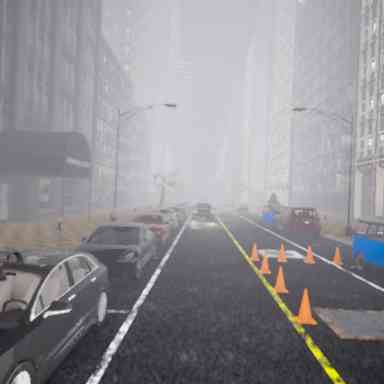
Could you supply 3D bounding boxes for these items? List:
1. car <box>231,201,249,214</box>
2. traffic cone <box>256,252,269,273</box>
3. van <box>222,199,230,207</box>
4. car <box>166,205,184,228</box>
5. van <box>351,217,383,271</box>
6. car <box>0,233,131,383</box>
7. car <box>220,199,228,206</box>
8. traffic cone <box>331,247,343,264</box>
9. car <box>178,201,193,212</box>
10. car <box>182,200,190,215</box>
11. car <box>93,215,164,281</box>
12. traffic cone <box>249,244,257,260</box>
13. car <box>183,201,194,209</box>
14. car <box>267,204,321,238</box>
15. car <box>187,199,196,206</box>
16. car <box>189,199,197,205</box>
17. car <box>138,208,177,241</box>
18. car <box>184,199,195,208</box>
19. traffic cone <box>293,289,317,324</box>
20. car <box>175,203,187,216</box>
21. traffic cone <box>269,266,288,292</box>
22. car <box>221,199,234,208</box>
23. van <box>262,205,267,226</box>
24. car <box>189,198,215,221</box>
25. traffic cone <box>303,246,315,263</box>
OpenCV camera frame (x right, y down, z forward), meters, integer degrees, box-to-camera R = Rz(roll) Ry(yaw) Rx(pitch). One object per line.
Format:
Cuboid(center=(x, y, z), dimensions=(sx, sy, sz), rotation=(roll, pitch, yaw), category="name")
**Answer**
Cuboid(center=(7.418, 2.440, 49.548), dimensions=(2.008, 1.369, 4.403), rotation=(2, -1, 2), category="car")
Cuboid(center=(2.252, 2.168, 10.249), dimensions=(0.340, 0.580, 0.340), rotation=(2, -1, 2), category="traffic cone")
Cuboid(center=(8.459, 2.682, 83.635), dimensions=(1.690, 1.788, 3.998), rotation=(2, -1, 2), category="van")
Cuboid(center=(-1.816, 1.743, 21.405), dimensions=(2.008, 1.369, 4.403), rotation=(2, -1, 2), category="car")
Cuboid(center=(6.216, 1.700, 9.788), dimensions=(1.690, 1.788, 3.998), rotation=(2, -1, 2), category="van")
Cuboid(center=(-2.334, 1.515, 4.363), dimensions=(2.008, 1.369, 4.403), rotation=(2, -1, 2), category="car")
Cuboid(center=(8.629, 2.856, 89.314), dimensions=(1.967, 1.590, 4.097), rotation=(2, -1, 2), category="car")
Cuboid(center=(5.308, 2.309, 12.155), dimensions=(0.340, 0.580, 0.340), rotation=(2, -1, 2), category="traffic cone")
Cuboid(center=(-0.953, 2.121, 49.807), dimensions=(2.008, 1.369, 4.403), rotation=(2, -1, 2), category="car")
Cuboid(center=(-1.298, 1.970, 38.446), dimensions=(2.008, 1.369, 4.403), rotation=(2, -1, 2), category="car")
Cuboid(center=(-2.161, 1.606, 10.043), dimensions=(1.947, 1.339, 4.313), rotation=(2, -1, 2), category="car")
Cuboid(center=(2.312, 2.195, 12.248), dimensions=(0.340, 0.580, 0.340), rotation=(2, -1, 2), category="traffic cone")
Cuboid(center=(-0.609, 2.303, 61.168), dimensions=(1.802, 1.307, 4.206), rotation=(2, -1, 2), category="car")
Cuboid(center=(6.561, 1.826, 21.149), dimensions=(2.192, 1.841, 5.009), rotation=(2, -1, 2), category="car")
Cuboid(center=(-0.094, 2.470, 78.040), dimensions=(1.752, 1.417, 4.829), rotation=(2, -1, 2), category="car")
Cuboid(center=(0.254, 2.663, 89.571), dimensions=(1.947, 1.339, 4.313), rotation=(2, -1, 2), category="car")
Cuboid(center=(-1.988, 1.661, 15.724), dimensions=(1.887, 1.381, 4.507), rotation=(2, -1, 2), category="car")
Cuboid(center=(-0.432, 2.237, 66.850), dimensions=(1.967, 1.590, 4.097), rotation=(2, -1, 2), category="car")
Cuboid(center=(2.130, 2.115, 6.251), dimensions=(0.340, 0.580, 0.340), rotation=(2, -1, 2), category="traffic cone")
Cuboid(center=(-1.644, 1.850, 27.085), dimensions=(1.802, 1.307, 4.206), rotation=(2, -1, 2), category="car")
Cuboid(center=(2.191, 2.141, 8.250), dimensions=(0.340, 0.580, 0.340), rotation=(2, -1, 2), category="traffic cone")
Cuboid(center=(8.114, 2.506, 72.274), dimensions=(2.192, 1.841, 5.009), rotation=(2, -1, 2), category="car")
Cuboid(center=(6.733, 1.928, 26.829), dimensions=(1.690, 1.788, 3.998), rotation=(2, -1, 2), category="van")
Cuboid(center=(1.114, 1.784, 31.878), dimensions=(2.097, 1.767, 4.553), rotation=(2, -1, 2), category="car")
Cuboid(center=(4.310, 2.271, 12.186), dimensions=(0.340, 0.580, 0.340), rotation=(2, -1, 2), category="traffic cone")
